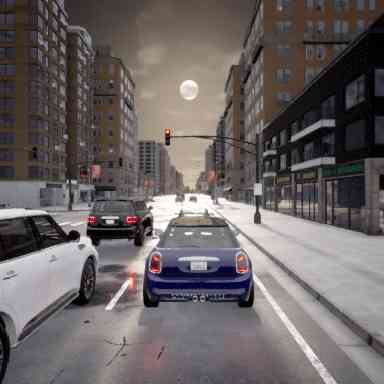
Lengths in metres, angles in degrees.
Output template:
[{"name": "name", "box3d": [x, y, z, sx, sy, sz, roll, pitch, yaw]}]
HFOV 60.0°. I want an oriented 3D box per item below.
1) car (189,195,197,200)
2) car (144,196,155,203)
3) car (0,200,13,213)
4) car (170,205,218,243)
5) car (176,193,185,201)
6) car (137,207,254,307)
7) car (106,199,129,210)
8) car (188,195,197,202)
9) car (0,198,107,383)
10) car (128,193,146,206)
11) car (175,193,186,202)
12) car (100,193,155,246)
[{"name": "car", "box3d": [0.300, 1.496, 88.193, 1.994, 1.385, 4.181, 0, 0, 0]}, {"name": "car", "box3d": [-9.498, 1.565, 74.122, 1.812, 1.442, 4.674, 0, 0, 0]}, {"name": "car", "box3d": [-22.028, 1.596, 36.027, 4.313, 1.339, 1.947, 0, 0, 0]}, {"name": "car", "box3d": [0.113, 1.494, 17.182, 2.128, 1.511, 4.902, 0, 0, 1]}, {"name": "car", "box3d": [-2.950, 1.168, 88.235, 2.150, 2.045, 5.566, 0, 0, 0]}, {"name": "car", "box3d": [0.125, 1.353, 8.113, 2.097, 1.767, 4.553, 0, 0, 0]}, {"name": "car", "box3d": [-9.726, 1.617, 43.975, 1.895, 1.301, 4.718, 0, 0, 1]}, {"name": "car", "box3d": [0.267, 1.568, 78.185, 1.812, 1.442, 4.674, 0, 0, 0]}, {"name": "car", "box3d": [-3.140, 1.222, 4.955, 2.150, 2.045, 5.566, 0, 0, 1]}, {"name": "car", "box3d": [-9.634, 1.244, 58.680, 2.150, 2.045, 5.566, 0, 1, 0]}, {"name": "car", "box3d": [-2.985, 1.583, 77.783, 2.033, 1.411, 5.357, 0, 0, 0]}, {"name": "car", "box3d": [-3.100, 1.224, 15.308, 2.150, 2.045, 5.566, 0, 0, 0]}]
